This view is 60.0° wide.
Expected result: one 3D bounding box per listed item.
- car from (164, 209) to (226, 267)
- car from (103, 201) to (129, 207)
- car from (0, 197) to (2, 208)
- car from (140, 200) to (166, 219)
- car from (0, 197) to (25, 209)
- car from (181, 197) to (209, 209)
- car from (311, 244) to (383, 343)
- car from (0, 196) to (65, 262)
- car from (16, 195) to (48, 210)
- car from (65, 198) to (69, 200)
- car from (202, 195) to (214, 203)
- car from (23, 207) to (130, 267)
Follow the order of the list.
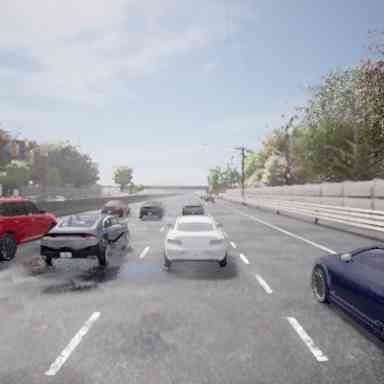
[{"bbox_3d":[0.098,1.516,11.300,1.812,1.442,4.674,0,0,0],"label":"car"},{"bbox_3d":[-6.903,1.505,30.259,1.812,1.442,4.674,0,0,0],"label":"car"},{"bbox_3d":[-28.071,1.466,44.832,2.128,1.511,4.902,0,0,0],"label":"car"},{"bbox_3d":[-3.404,1.485,29.204,1.837,1.490,4.892,0,0,0],"label":"car"},{"bbox_3d":[-24.574,1.481,44.608,1.837,1.490,4.892,0,-1,0],"label":"car"},{"bbox_3d":[0.098,1.471,29.133,2.128,1.511,4.902,0,0,0],"label":"car"},{"bbox_3d":[3.570,1.534,5.477,1.994,1.385,4.181,0,0,-1],"label":"car"},{"bbox_3d":[-6.901,1.211,12.164,2.150,2.045,5.566,0,0,0],"label":"car"},{"bbox_3d":[-21.082,1.326,44.022,2.097,1.767,4.553,0,0,0],"label":"car"},{"bbox_3d":[-17.579,1.521,44.505,2.033,1.411,5.357,0,0,0],"label":"car"},{"bbox_3d":[3.494,1.440,68.124,1.837,1.490,4.892,0,0,0],"label":"car"},{"bbox_3d":[-3.400,1.482,11.390,2.128,1.511,4.902,0,0,0],"label":"car"}]
